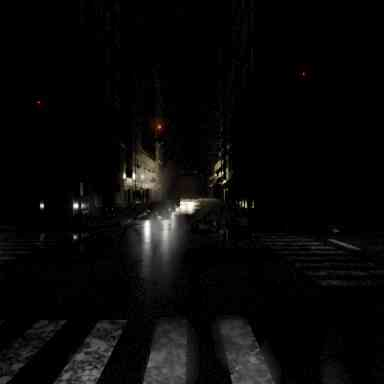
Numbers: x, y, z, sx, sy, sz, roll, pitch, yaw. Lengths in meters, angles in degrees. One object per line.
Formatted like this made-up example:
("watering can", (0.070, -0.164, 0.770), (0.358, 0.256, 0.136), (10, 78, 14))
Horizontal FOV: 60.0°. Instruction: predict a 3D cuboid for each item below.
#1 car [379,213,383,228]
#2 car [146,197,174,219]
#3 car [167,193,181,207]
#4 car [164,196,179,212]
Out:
("car", (12.338, 1.282, 16.892), (5.009, 1.841, 2.192), (0, 0, 0))
("car", (-2.865, 1.496, 29.285), (1.837, 1.490, 4.892), (0, 0, 0))
("car", (-2.874, 1.197, 49.552), (2.150, 2.045, 5.566), (0, 0, 0))
("car", (-2.864, 1.511, 39.152), (1.812, 1.442, 4.674), (0, 0, 0))
